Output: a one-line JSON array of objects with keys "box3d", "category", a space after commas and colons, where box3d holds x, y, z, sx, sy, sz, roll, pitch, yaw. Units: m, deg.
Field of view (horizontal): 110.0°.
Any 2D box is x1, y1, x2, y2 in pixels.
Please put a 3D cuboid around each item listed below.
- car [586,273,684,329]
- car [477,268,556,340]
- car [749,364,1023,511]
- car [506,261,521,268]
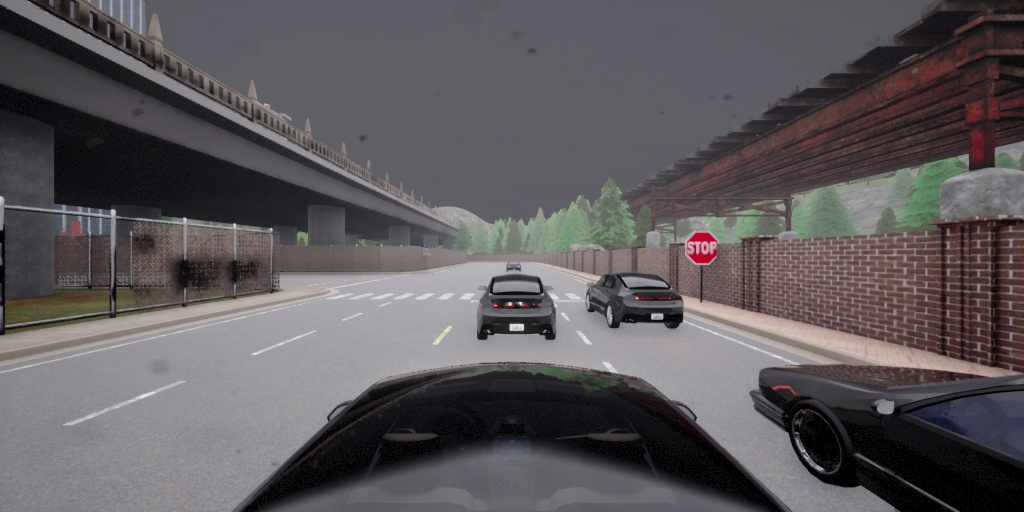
[{"box3d": [3.607, 1.255, 11.305, 1.837, 1.490, 4.892, 0, 0, 0], "category": "car"}, {"box3d": [0.105, 1.255, 9.948, 1.837, 1.490, 4.892, 0, 0, 0], "category": "car"}, {"box3d": [3.600, 1.297, 1.558, 2.033, 1.411, 5.357, 0, 0, 0], "category": "car"}, {"box3d": [0.217, 1.351, 46.238, 1.895, 1.301, 4.718, 0, 0, -1], "category": "car"}]
